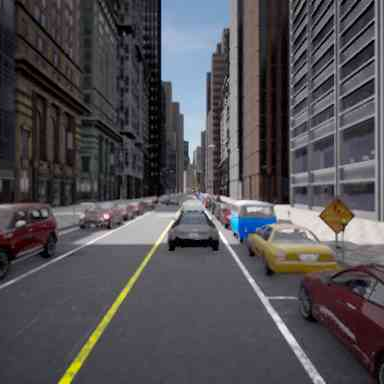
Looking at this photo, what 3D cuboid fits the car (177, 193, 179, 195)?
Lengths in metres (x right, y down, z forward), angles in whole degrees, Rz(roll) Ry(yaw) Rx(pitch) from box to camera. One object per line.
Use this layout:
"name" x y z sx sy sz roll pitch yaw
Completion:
"car" -5.758 1.316 94.576 2.192 1.841 5.009 0 0 0

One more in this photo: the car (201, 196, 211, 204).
"car" 2.766 1.513 66.571 1.752 1.417 4.829 0 0 0

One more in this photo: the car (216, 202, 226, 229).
"car" 2.766 1.569 21.308 1.802 1.307 4.206 0 0 0

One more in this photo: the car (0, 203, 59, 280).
"car" -5.758 1.308 10.032 2.192 1.841 5.009 0 0 0

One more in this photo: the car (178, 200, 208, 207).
"car" 0.064 1.586 27.499 1.895 1.301 4.718 0 0 0

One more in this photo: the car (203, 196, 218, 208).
"car" 2.766 1.425 49.492 1.967 1.590 4.097 0 0 0

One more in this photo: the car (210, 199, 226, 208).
"car" 2.766 1.536 26.946 2.008 1.369 4.403 0 0 0

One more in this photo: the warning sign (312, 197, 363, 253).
"warning sign" 5.064 1.106 11.659 1.300 1.860 1.060 0 0 0

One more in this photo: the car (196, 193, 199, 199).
"car" 2.766 1.435 83.311 1.967 1.590 4.097 0 0 0

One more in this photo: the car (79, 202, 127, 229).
"car" -5.758 1.427 21.304 1.967 1.590 4.097 0 0 0

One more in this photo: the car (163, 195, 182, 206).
"car" -3.072 1.549 52.681 1.994 1.385 4.181 0 0 0

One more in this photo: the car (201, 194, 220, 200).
"car" 2.767 1.300 43.855 2.192 1.841 5.009 0 0 0

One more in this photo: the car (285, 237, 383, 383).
"car" 2.766 1.578 4.399 1.802 1.307 4.206 0 0 0

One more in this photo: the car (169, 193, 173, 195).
"car" -5.759 1.430 72.031 1.967 1.590 4.097 0 0 0

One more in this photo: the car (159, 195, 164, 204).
"car" -5.759 1.552 60.759 1.947 1.339 4.313 0 0 0

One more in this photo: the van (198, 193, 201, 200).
"van" 2.766 1.330 72.038 1.690 1.788 3.998 0 0 0

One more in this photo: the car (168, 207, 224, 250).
"car" 0.073 1.554 14.196 1.994 1.385 4.181 0 0 0

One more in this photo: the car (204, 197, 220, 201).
"car" 2.766 1.550 38.218 1.947 1.339 4.313 0 0 0

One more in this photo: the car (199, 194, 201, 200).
"car" 2.766 1.537 60.766 2.008 1.369 4.403 0 0 0

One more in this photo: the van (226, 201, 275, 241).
"van" 2.767 1.330 15.672 1.690 1.788 3.998 0 0 0

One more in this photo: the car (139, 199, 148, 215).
"car" -5.759 1.567 32.577 1.802 1.307 4.206 0 0 0

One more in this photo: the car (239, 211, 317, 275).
"car" 2.766 1.517 10.206 1.752 1.417 4.829 0 0 0

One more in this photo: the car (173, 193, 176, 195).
"car" -5.759 1.561 83.303 1.947 1.339 4.313 0 0 0

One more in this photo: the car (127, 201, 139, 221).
"car" -5.759 1.567 26.940 1.802 1.307 4.206 0 0 0

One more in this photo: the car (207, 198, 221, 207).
"car" 2.766 1.550 32.582 1.947 1.339 4.313 0 0 0

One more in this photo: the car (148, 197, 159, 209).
"car" -5.759 1.567 43.849 1.802 1.307 4.206 0 0 0
